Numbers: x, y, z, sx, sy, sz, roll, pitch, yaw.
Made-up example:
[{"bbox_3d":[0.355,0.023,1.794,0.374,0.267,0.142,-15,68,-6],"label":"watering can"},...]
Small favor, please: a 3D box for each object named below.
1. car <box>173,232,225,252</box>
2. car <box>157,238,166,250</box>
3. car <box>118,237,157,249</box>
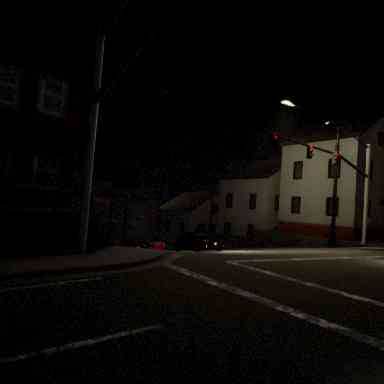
[{"bbox_3d":[0.405,3.529,23.630,1.994,1.385,4.181,6,-12,-35],"label":"car"},{"bbox_3d":[-4.850,6.176,37.000,2.097,1.767,4.553,6,-19,-36],"label":"car"},{"bbox_3d":[-5.658,5.108,31.985,1.882,1.535,5.008,6,-16,-35],"label":"car"}]
